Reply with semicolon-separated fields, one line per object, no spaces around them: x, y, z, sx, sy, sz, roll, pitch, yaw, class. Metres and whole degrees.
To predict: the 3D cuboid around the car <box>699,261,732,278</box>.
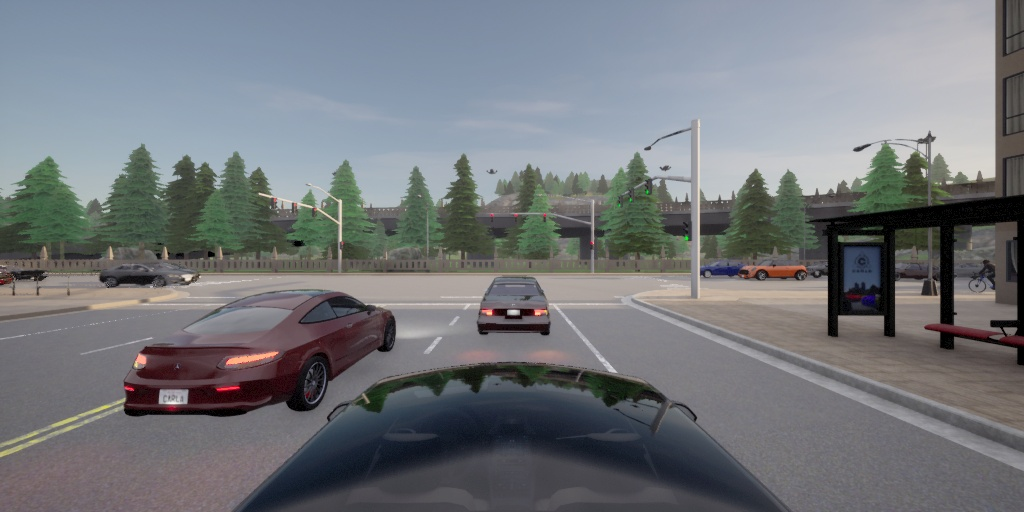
18.905;1.172;32.527;5.008;1.535;1.882;0;0;1;car

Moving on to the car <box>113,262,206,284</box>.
-25.354;1.199;25.889;4.892;1.490;1.837;0;0;1;car

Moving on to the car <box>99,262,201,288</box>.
-22.633;1.186;22.359;4.902;1.511;2.128;0;0;0;car

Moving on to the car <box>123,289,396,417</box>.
-3.447;1.276;5.969;1.812;1.442;4.674;0;0;0;car

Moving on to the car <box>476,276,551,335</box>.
0.087;1.297;10.464;2.033;1.411;5.357;0;0;1;car

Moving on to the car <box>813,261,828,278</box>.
28.286;1.186;32.146;4.902;1.511;2.128;0;0;4;car

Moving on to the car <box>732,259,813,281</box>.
20.951;1.046;28.973;4.553;1.767;2.097;0;0;2;car

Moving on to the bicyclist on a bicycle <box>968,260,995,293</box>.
22.755;0.995;17.060;0.582;1.620;1.656;0;0;1;bicyclist on a bicycle

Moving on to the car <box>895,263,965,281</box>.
31.528;1.242;28.457;5.357;1.411;2.033;0;0;7;car

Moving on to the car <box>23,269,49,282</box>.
-36.860;1.295;25.977;4.718;1.301;1.895;0;0;0;car

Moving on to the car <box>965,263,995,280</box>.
38.074;1.258;30.464;4.181;1.385;1.994;0;0;17;car

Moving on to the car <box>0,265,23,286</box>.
-34.478;1.047;22.449;4.553;1.767;2.097;0;0;0;car
